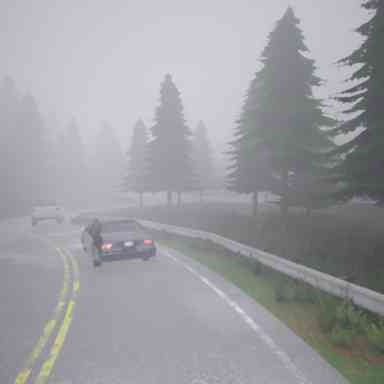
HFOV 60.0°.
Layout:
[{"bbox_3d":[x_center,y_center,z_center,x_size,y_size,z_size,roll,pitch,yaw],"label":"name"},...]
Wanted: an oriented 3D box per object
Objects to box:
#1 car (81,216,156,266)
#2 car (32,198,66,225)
[{"bbox_3d":[-2.835,1.576,11.954,2.033,1.411,5.357,-2,1,-23],"label":"car"},{"bbox_3d":[-12.122,1.582,28.290,2.150,2.045,5.566,-2,0,-16],"label":"car"}]
